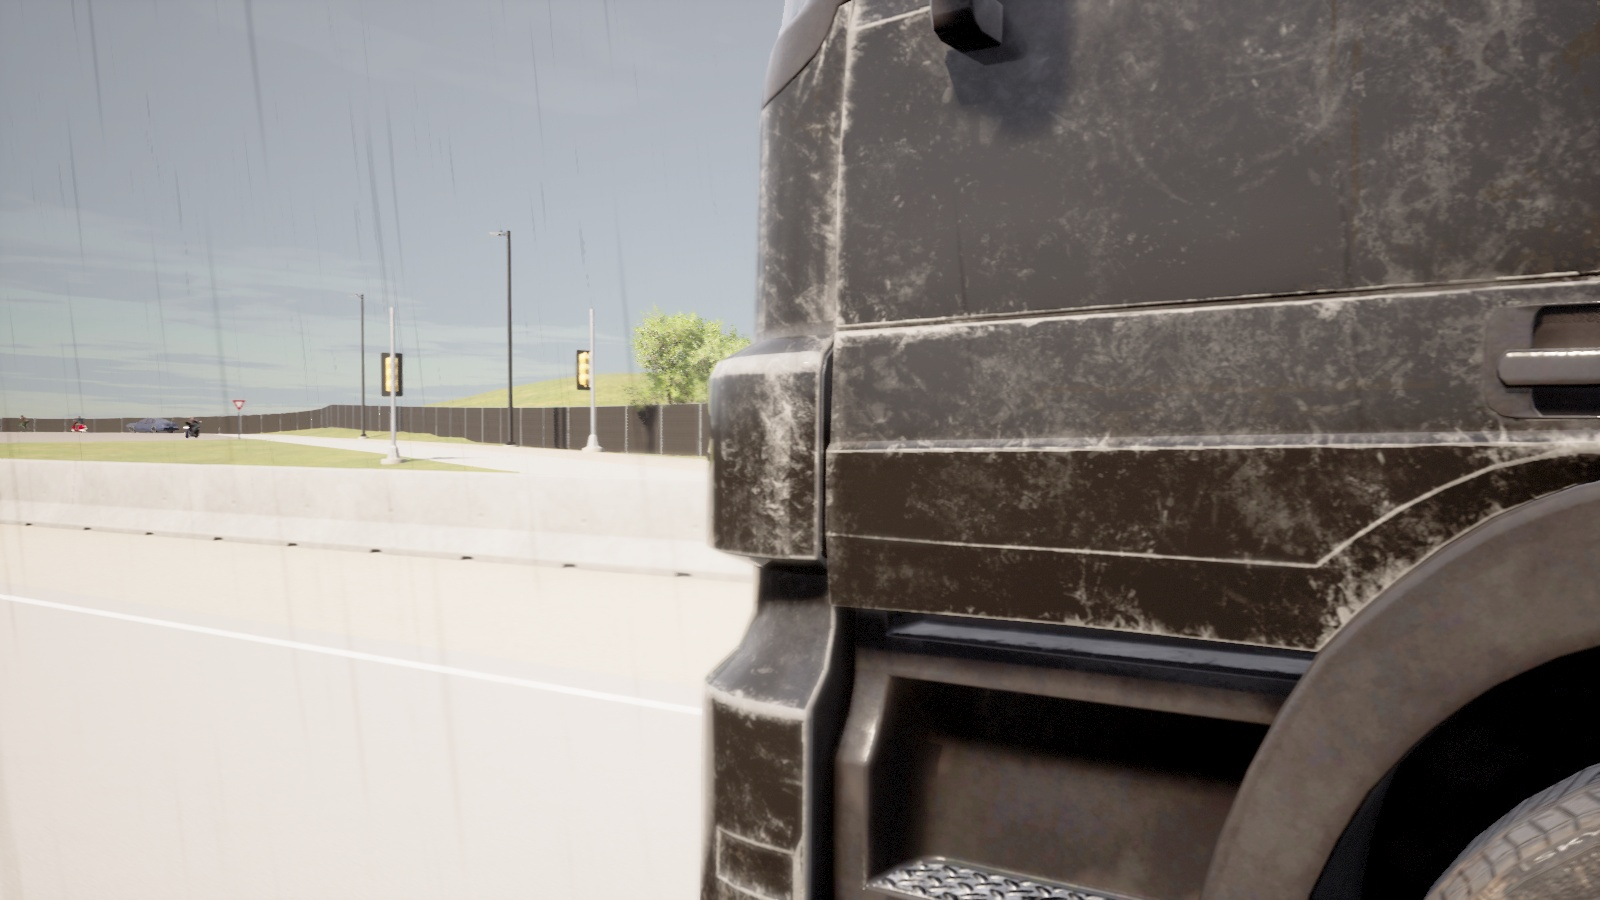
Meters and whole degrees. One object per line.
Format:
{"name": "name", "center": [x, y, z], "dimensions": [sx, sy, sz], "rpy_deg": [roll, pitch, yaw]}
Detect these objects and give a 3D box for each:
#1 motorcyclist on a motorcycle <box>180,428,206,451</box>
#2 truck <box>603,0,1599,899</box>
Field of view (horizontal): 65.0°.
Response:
{"name": "motorcyclist on a motorcycle", "center": [-41.982, -0.760, 86.846], "dimensions": [0.866, 1.530, 2.191], "rpy_deg": [-2, 1, -5]}
{"name": "truck", "center": [3.783, -0.300, 1.091], "dimensions": [7.936, 3.462, 2.891], "rpy_deg": [0, 1, 34]}
